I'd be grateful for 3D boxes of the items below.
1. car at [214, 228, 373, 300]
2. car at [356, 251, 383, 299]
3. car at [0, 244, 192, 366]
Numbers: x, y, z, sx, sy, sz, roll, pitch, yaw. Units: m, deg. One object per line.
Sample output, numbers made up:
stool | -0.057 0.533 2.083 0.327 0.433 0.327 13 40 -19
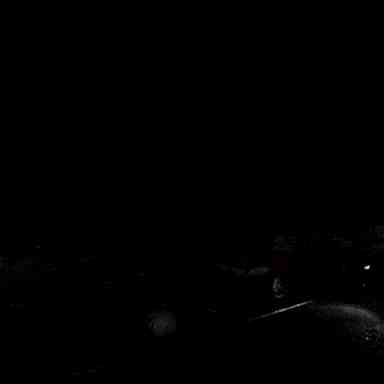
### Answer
car | 2.483 1.581 8.302 4.206 1.307 1.802 0 0 -35
car | 5.458 1.563 7.262 4.181 1.385 1.994 0 0 -35
car | -1.998 1.566 5.111 4.313 1.339 1.947 0 0 -35
